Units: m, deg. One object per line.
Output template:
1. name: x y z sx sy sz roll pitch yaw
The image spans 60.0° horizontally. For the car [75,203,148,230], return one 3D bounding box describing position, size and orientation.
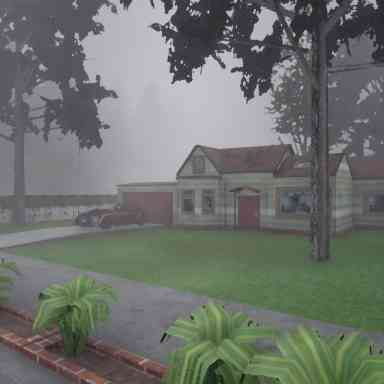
1. car: -4.458 1.300 18.838 1.994 1.381 4.181 0 0 36
